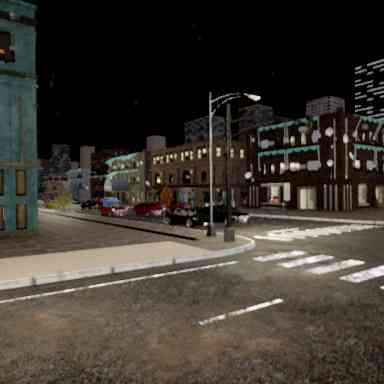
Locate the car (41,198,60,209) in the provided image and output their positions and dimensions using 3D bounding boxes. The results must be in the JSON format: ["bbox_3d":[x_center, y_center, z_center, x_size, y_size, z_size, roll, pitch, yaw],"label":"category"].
[{"bbox_3d":[-24.182,2.193,57.632,1.752,1.417,4.829,-2,0,-35],"label":"car"}]

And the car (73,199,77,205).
[{"bbox_3d":[-27.042,2.300,76.167,1.947,1.339,4.313,-2,0,-35],"label":"car"}]

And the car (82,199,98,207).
[{"bbox_3d":[-20.643,2.164,67.133,1.887,1.381,4.507,-2,0,-35],"label":"car"}]

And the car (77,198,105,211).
[{"bbox_3d":[-15.058,2.010,49.344,1.837,1.490,4.892,-1,0,-35],"label":"car"}]

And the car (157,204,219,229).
[{"bbox_3d":[-0.359,1.776,23.794,1.947,1.339,4.313,-2,0,-35],"label":"car"}]

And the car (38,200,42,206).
[{"bbox_3d":[-30.680,2.336,66.804,2.008,1.369,4.403,-2,0,-35],"label":"car"}]

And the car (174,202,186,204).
[{"bbox_3d":[-1.445,1.840,40.034,1.802,1.307,4.206,-2,0,-35],"label":"car"}]

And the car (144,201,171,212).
[{"bbox_3d":[-4.644,1.903,44.550,1.802,1.307,4.206,-2,0,-35],"label":"car"}]

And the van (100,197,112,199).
[{"bbox_3d":[-14.249,1.843,58.099,1.690,1.788,3.998,-2,0,-35],"label":"van"}]

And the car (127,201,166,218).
[{"bbox_3d":[-4.587,1.829,34.493,1.812,1.442,4.674,-1,0,-36],"label":"car"}]

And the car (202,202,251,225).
[{"bbox_3d":[2.334,1.691,24.735,1.812,1.442,4.674,-1,0,-34],"label":"car"}]

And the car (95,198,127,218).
[{"bbox_3d":[-8.285,1.807,35.187,1.967,1.590,4.097,-2,0,-35],"label":"car"}]
